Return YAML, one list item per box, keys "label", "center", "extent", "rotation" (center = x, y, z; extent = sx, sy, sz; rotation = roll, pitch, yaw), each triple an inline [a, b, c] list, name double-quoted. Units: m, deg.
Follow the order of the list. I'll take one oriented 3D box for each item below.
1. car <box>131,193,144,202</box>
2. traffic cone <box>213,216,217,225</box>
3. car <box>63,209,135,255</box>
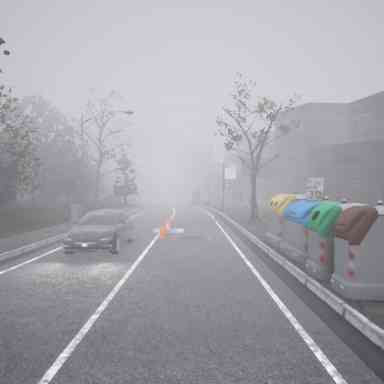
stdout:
- label: "car"
  center: [-13.304, 1.260, 80.338]
  extent: [2.150, 2.045, 5.566]
  rotation: [-2, 0, -21]
- label: "traffic cone"
  center: [1.507, 1.913, 22.069]
  extent: [0.340, 0.580, 0.340]
  rotation: [0, 0, 6]
- label: "car"
  center: [-3.495, 1.480, 13.239]
  extent: [1.837, 1.490, 4.892]
  rotation: [0, 0, 0]
